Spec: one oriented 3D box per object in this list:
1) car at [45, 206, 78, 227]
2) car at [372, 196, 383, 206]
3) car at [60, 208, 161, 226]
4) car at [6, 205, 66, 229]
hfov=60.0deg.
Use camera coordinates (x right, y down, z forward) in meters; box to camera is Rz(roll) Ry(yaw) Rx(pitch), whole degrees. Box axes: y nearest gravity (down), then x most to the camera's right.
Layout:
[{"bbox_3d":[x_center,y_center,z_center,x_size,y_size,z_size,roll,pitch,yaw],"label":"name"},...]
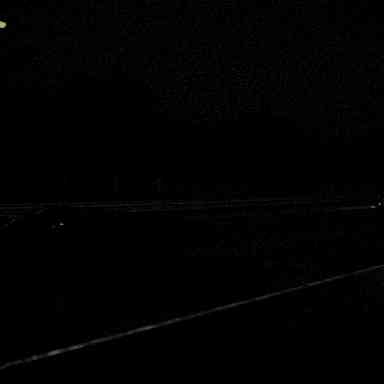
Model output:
[{"bbox_3d":[-5.151,1.551,17.474,4.181,1.385,1.994,0,0,-35],"label":"car"},{"bbox_3d":[24.976,1.113,42.201,4.718,1.301,1.895,-2,1,-33],"label":"car"},{"bbox_3d":[-3.215,1.553,14.556,4.181,1.385,1.994,0,0,-35],"label":"car"},{"bbox_3d":[-8.261,1.514,19.566,4.674,1.442,1.812,0,0,-35],"label":"car"}]
